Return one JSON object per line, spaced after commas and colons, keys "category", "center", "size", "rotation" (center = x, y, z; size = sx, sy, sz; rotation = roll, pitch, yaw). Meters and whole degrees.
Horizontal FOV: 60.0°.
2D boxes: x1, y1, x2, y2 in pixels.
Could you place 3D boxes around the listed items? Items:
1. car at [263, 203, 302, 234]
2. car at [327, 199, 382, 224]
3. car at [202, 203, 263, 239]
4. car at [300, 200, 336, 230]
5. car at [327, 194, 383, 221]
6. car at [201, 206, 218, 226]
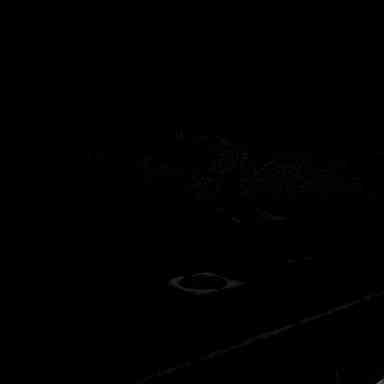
{"category": "car", "center": [3.470, 1.513, 19.051], "size": [4.674, 1.452, 2.002], "rotation": [-1, -1, 34]}
{"category": "car", "center": [10.823, 1.453, 24.270], "size": [4.792, 1.488, 2.163], "rotation": [-1, -1, 34]}
{"category": "car", "center": [1.002, 1.359, 17.324], "size": [4.553, 1.767, 2.185], "rotation": [-1, -1, 34]}
{"category": "car", "center": [5.916, 1.458, 20.787], "size": [5.008, 1.535, 2.097], "rotation": [-1, 0, 34]}
{"category": "car", "center": [13.262, 1.157, 26.020], "size": [5.566, 2.045, 2.435], "rotation": [-1, -1, 34]}
{"category": "car", "center": [-1.412, 1.536, 15.562], "size": [4.674, 1.452, 2.002], "rotation": [-1, -1, 34]}
